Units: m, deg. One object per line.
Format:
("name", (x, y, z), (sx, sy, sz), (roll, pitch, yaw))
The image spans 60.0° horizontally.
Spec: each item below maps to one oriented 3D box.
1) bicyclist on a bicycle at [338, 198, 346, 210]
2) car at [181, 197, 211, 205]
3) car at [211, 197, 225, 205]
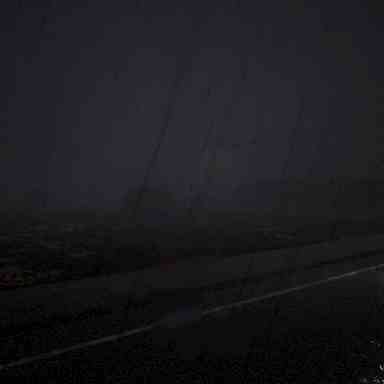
("bicyclist on a bicycle", (17.264, 1.467, 38.334), (1.656, 1.620, 0.582), (-1, 1, -35))
("car", (0.190, 1.518, 50.762), (2.128, 1.511, 4.902), (0, 0, -34))
("car", (3.347, 1.551, 52.376), (1.812, 1.442, 4.674), (0, 0, -33))
